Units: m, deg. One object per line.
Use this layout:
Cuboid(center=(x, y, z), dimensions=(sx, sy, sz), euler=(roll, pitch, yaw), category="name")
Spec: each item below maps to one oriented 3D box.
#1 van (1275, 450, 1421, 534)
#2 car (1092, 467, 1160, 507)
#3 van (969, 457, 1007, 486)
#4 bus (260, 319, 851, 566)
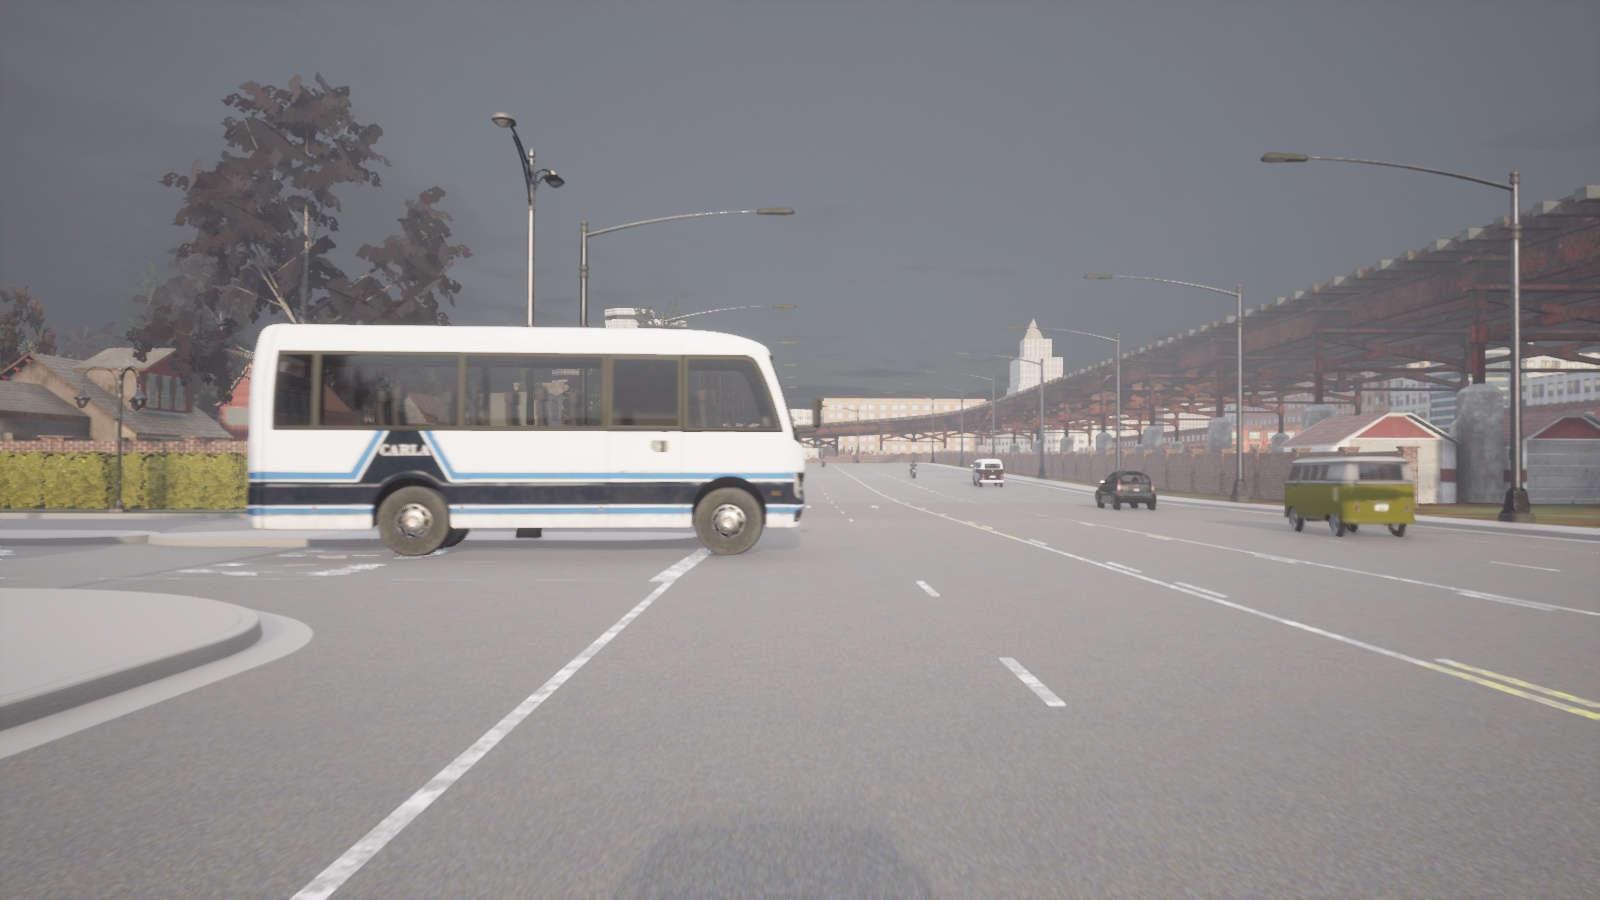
Cuboid(center=(13.908, 1.047, 32.190), dimensions=(1.775, 1.987, 4.442), euler=(0, -1, 0), category="van")
Cuboid(center=(13.849, 1.555, 53.608), dimensions=(1.851, 1.617, 3.988), euler=(0, -1, 0), category="car")
Cuboid(center=(13.739, 1.538, 91.917), dimensions=(2.069, 2.038, 4.480), euler=(0, 0, 0), category="van")
Cuboid(center=(-4.396, -0.143, 24.153), dimensions=(10.273, 4.253, 3.944), euler=(0, 0, -6), category="bus")
